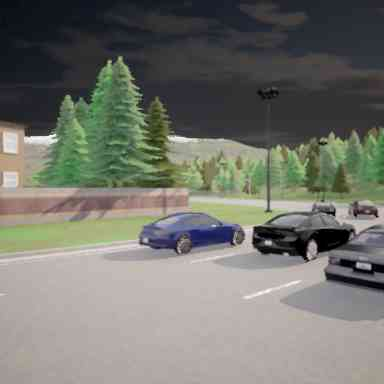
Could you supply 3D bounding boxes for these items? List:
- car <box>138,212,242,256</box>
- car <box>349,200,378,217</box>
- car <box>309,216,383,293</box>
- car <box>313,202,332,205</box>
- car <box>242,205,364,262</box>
[{"bbox_3d":[0.102,1.519,13.156,4.674,1.442,1.812,0,0,-41],"label":"car"},{"bbox_3d":[15.062,1.441,29.417,1.812,1.442,4.674,0,0,17],"label":"car"},{"bbox_3d":[5.294,1.519,8.348,5.357,1.411,2.033,0,0,-42],"label":"car"},{"bbox_3d":[11.655,1.531,29.752,1.895,1.301,4.718,0,0,18],"label":"car"},{"bbox_3d":[4.253,1.452,12.212,5.008,1.535,1.882,0,0,-42],"label":"car"}]
